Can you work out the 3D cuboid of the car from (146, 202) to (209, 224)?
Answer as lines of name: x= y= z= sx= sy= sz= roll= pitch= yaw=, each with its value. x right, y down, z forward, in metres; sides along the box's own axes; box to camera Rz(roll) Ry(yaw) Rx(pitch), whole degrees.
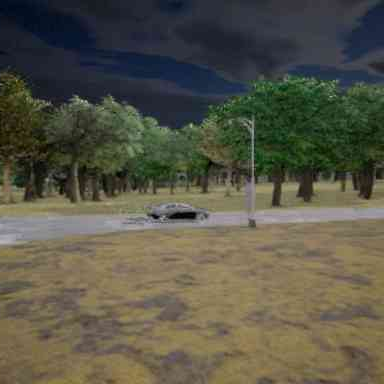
car: x=-1.071 y=1.537 z=25.652 sx=4.902 sy=1.511 sz=2.128 roll=0 pitch=1 yaw=-20
